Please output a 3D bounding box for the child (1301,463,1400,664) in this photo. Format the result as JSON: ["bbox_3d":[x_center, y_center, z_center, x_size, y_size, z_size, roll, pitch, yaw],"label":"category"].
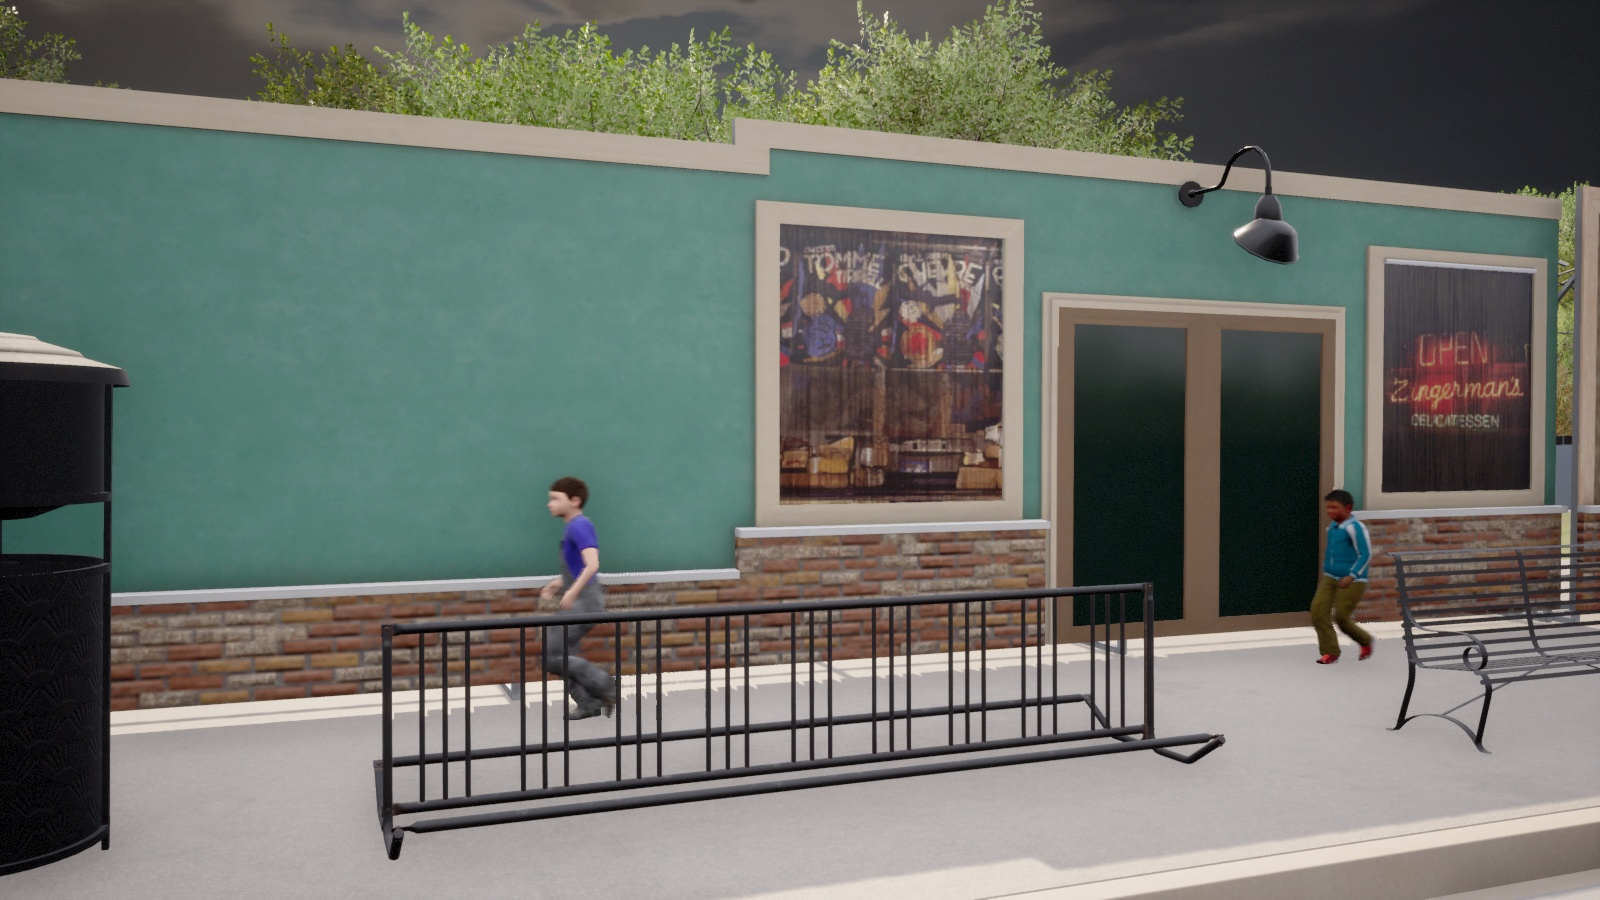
[{"bbox_3d":[3.406,0.685,7.783,0.448,1.192,0.343,-1,1,-20],"label":"child"}]

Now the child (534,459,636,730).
[{"bbox_3d":[-1.046,0.682,6.103,0.437,1.263,0.270,-1,1,-19],"label":"child"}]
